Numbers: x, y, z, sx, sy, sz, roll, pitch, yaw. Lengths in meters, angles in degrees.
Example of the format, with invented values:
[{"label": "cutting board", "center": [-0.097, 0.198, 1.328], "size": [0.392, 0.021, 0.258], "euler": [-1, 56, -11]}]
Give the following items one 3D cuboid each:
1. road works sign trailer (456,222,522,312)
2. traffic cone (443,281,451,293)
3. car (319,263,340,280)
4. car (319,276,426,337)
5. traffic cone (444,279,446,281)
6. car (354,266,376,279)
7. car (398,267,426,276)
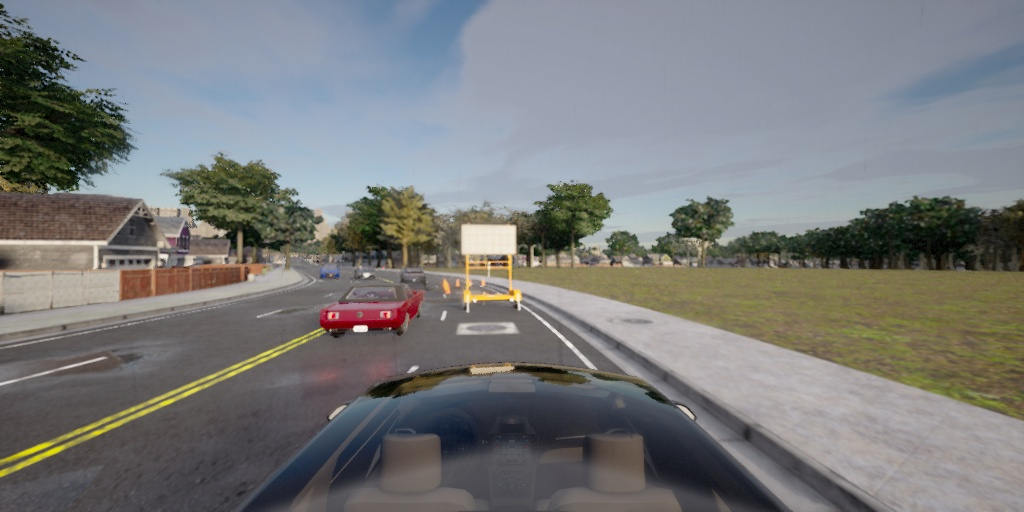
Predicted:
[{"label": "road works sign trailer", "center": [-0.994, 0.374, 15.238], "size": [2.380, 3.560, 2.880], "euler": [0, 0, -13]}, {"label": "traffic cone", "center": [-3.875, 1.955, 21.760], "size": [0.340, 0.580, 0.340], "euler": [0, 0, -13]}, {"label": "car", "center": [-20.602, 1.826, 40.497], "size": [1.882, 1.535, 5.008], "euler": [0, -1, -30]}, {"label": "car", "center": [-3.857, 1.469, 10.753], "size": [1.895, 1.301, 4.718], "euler": [0, -1, -6]}, {"label": "traffic cone", "center": [-4.309, 1.981, 23.712], "size": [0.340, 0.580, 0.340], "euler": [0, 0, -13]}, {"label": "car", "center": [-15.421, 1.761, 37.589], "size": [2.128, 1.511, 4.902], "euler": [0, -1, -27]}, {"label": "car", "center": [-7.913, 1.595, 28.436], "size": [2.128, 1.511, 4.902], "euler": [0, -1, -19]}]
